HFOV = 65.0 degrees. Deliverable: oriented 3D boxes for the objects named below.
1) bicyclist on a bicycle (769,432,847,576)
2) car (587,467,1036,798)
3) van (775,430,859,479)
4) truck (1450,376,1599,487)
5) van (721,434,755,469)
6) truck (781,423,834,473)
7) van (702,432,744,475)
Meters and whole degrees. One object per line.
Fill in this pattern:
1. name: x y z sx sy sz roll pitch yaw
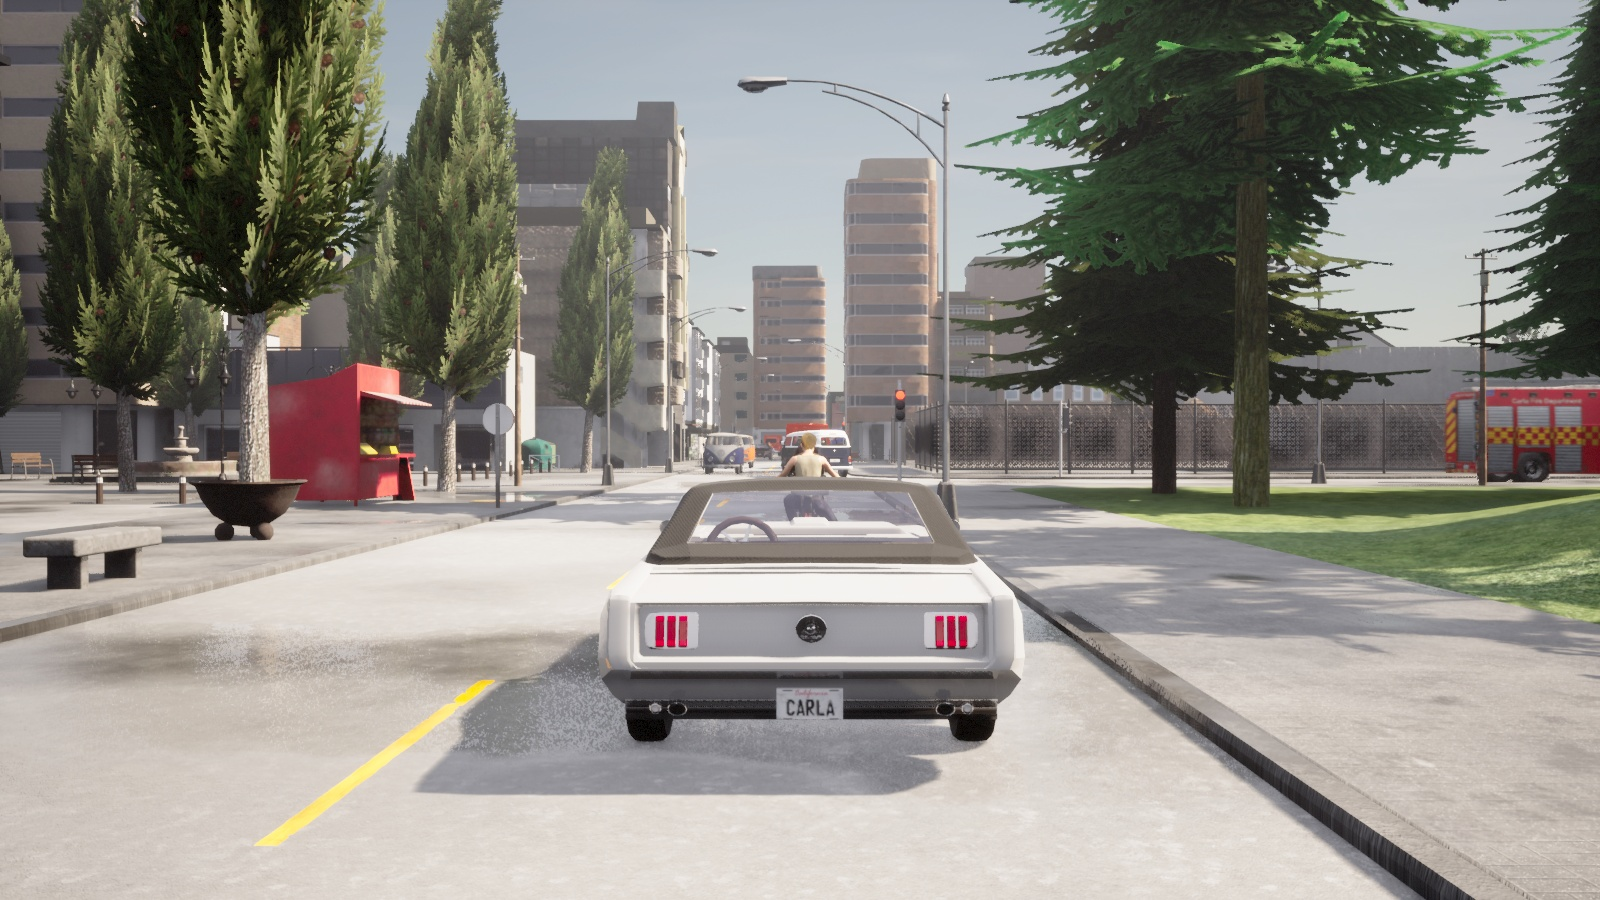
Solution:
1. bicyclist on a bicycle: 0.096 0.600 14.757 0.866 1.612 1.509 0 0 1
2. car: 0.060 0.804 7.653 1.895 1.301 4.718 0 0 0
3. van: 0.672 0.166 53.992 2.069 2.038 4.480 0 0 -21
4. truck: 28.337 -0.650 45.124 8.468 3.827 2.891 0 0 0
5. van: -3.637 0.077 74.566 1.775 1.987 4.442 0 0 0
6. truck: 0.331 -0.102 64.214 2.627 2.467 5.204 0 0 -1
7. van: -3.694 0.152 61.003 1.775 1.987 4.442 0 0 0
